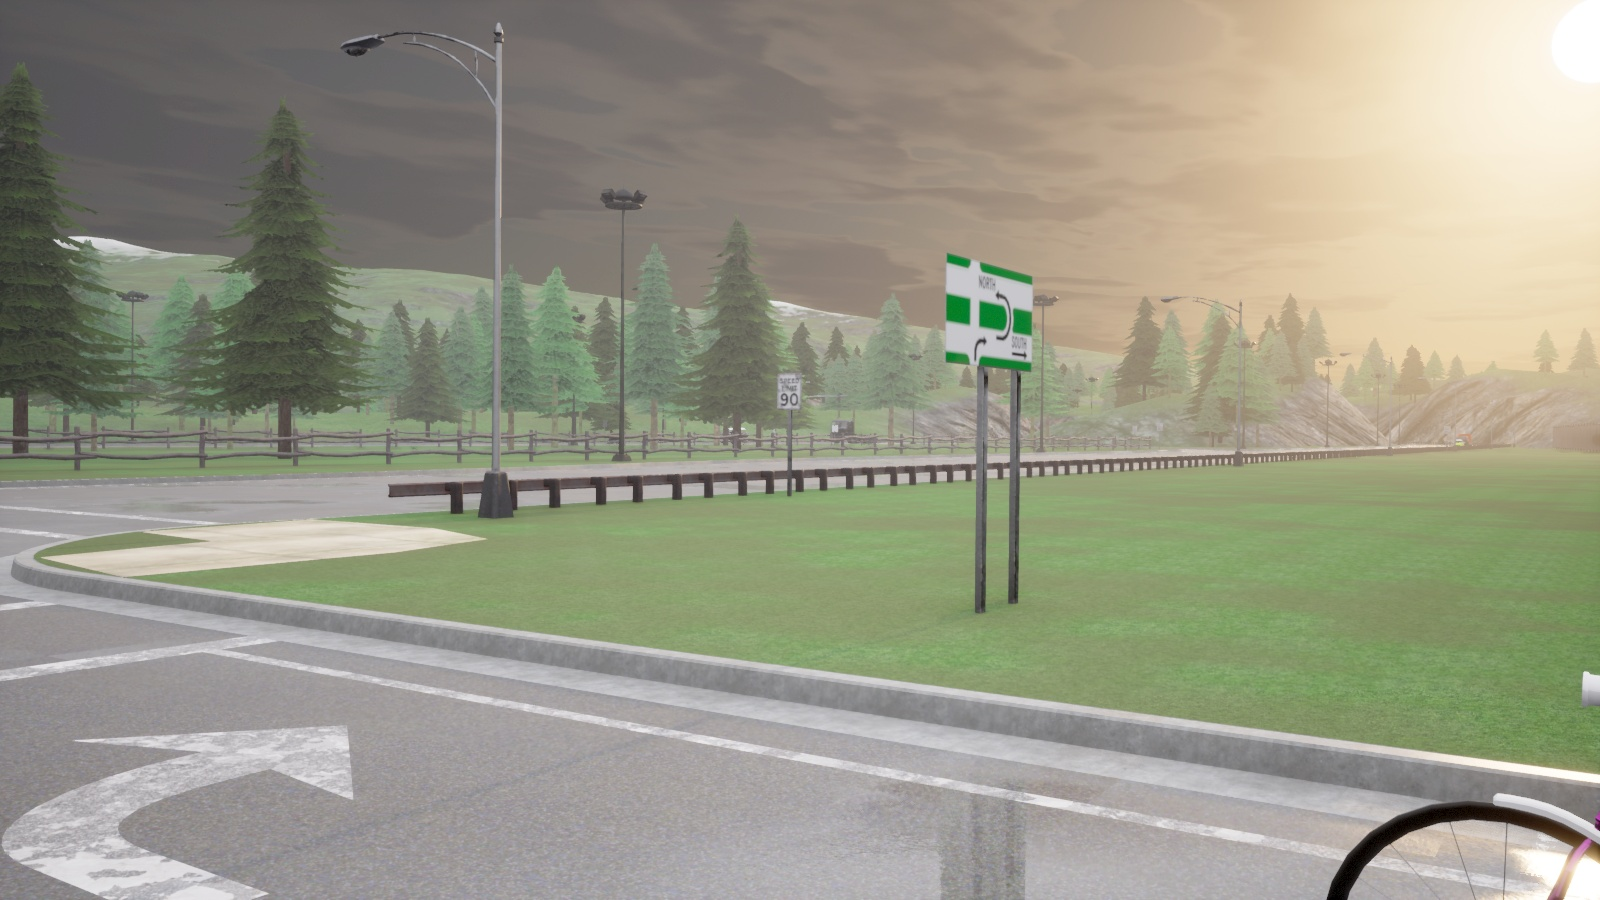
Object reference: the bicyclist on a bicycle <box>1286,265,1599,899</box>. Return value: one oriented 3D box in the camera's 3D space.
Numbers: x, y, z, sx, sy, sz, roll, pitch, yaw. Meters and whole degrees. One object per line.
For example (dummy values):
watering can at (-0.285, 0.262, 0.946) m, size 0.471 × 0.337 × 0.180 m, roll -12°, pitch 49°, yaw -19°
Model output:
bicyclist on a bicycle at (1.943, 0.552, 2.330) m, size 1.843 × 1.776 × 0.659 m, roll 0°, pitch 1°, yaw 34°
